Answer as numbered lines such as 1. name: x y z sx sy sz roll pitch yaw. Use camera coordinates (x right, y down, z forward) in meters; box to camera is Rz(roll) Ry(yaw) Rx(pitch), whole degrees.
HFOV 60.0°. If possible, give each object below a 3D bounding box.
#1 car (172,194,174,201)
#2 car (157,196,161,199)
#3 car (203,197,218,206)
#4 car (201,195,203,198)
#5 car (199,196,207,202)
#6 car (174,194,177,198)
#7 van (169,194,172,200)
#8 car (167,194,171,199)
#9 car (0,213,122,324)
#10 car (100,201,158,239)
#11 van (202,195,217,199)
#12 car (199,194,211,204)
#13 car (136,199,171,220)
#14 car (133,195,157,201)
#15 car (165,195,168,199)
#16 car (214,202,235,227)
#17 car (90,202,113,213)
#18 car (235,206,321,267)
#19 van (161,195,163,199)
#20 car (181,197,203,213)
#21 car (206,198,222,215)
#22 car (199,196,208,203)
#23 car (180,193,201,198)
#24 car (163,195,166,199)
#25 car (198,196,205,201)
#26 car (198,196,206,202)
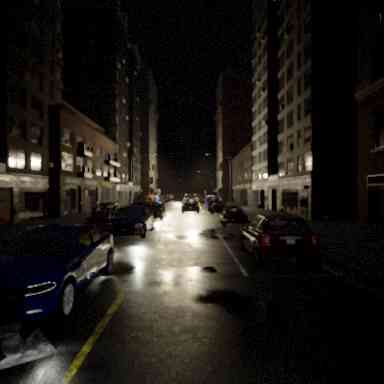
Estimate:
1. car: -5.988 1.696 79.276 1.887 1.381 4.507 0 0 0
2. car: -5.851 1.368 45.337 2.192 1.841 5.009 0 0 0
3. car: 2.698 1.580 39.702 1.887 1.381 4.507 0 0 0
4. car: 2.607 1.686 62.321 1.802 1.307 4.206 0 0 0
5. car: 2.537 1.678 79.456 1.752 1.417 4.829 0 0 0
6. car: -6.034 1.496 90.589 2.192 1.841 5.009 0 0 0
7. van: -5.965 1.477 73.619 1.690 1.788 3.998 0 0 0
8. car: -5.942 1.702 67.963 1.802 1.307 4.206 0 0 0
9. car: -3.112 1.482 7.522 1.882 1.535 5.008 0 0 0
10. car: -3.150 1.487 17.773 1.882 1.535 5.008 0 0 0
11. van: 2.675 1.394 45.357 1.690 1.788 3.998 0 0 0
12. car: 2.584 1.436 67.977 2.192 1.841 5.009 0 0 0
13. car: -3.182 1.561 28.122 2.033 1.411 5.357 0 0 0
14. car: -5.827 1.350 39.680 2.192 1.841 5.009 0 0 0
15. car: -5.918 1.629 62.136 1.752 1.417 4.829 0 0 0
16. car: 2.769 1.593 22.741 1.802 1.307 4.206 0 0 0
17. car: -5.756 1.451 22.715 1.967 1.590 4.097 0 0 0
18. car: 2.815 1.447 11.431 1.967 1.590 4.097 0 0 0
19. van: -5.874 1.411 50.994 1.690 1.788 3.998 0 0 0
20. car: -0.146 1.592 36.767 1.994 1.385 4.181 0 0 0
21. car: 2.722 1.603 34.047 1.802 1.307 4.206 0 0 0
22. car: 2.560 1.662 73.801 1.752 1.417 4.829 0 0 0
23. car: -0.184 1.283 47.424 2.150 2.045 5.566 0 0 0
24. car: -5.896 1.669 56.649 1.802 1.307 4.206 0 0 0
25. car: 2.492 1.707 90.766 1.752 1.417 4.829 0 0 0
26. car: 2.515 1.733 84.941 1.947 1.339 4.313 0 0 0
